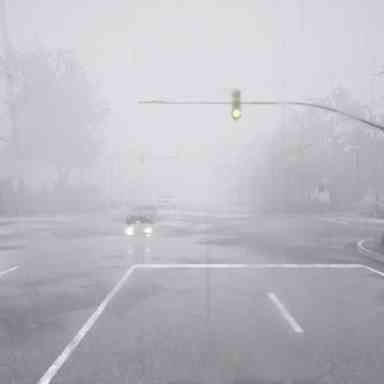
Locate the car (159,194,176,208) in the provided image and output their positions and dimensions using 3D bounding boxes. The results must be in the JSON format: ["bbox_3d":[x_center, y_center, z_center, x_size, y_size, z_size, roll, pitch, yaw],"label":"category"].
[{"bbox_3d":[-3.581,1.269,49.093,2.150,2.045,5.566,0,1,0],"label":"car"}]

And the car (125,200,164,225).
[{"bbox_3d":[-3.541,1.582,24.504,2.033,1.411,5.357,0,0,0],"label":"car"}]

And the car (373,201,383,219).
[{"bbox_3d":[17.124,1.602,26.239,4.181,1.385,1.994,0,0,-3],"label":"car"}]

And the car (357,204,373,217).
[{"bbox_3d":[17.356,1.535,29.759,4.902,1.511,2.128,0,0,-3],"label":"car"}]
